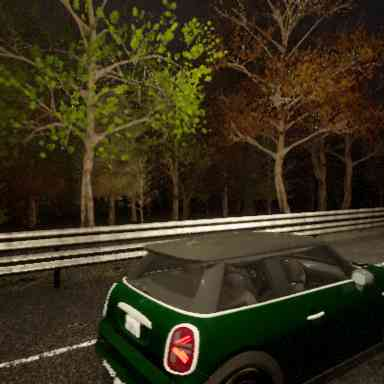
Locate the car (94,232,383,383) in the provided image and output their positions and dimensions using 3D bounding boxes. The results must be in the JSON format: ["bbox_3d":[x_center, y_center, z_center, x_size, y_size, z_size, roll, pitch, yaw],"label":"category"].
[{"bbox_3d":[1.135,1.338,4.546,4.553,1.767,2.097,0,0,-36],"label":"car"}]
